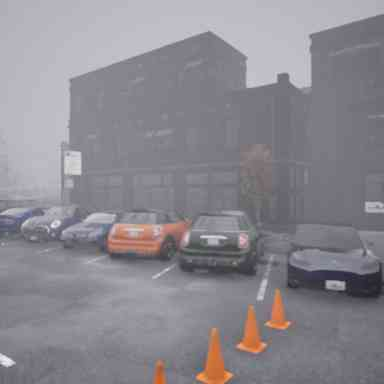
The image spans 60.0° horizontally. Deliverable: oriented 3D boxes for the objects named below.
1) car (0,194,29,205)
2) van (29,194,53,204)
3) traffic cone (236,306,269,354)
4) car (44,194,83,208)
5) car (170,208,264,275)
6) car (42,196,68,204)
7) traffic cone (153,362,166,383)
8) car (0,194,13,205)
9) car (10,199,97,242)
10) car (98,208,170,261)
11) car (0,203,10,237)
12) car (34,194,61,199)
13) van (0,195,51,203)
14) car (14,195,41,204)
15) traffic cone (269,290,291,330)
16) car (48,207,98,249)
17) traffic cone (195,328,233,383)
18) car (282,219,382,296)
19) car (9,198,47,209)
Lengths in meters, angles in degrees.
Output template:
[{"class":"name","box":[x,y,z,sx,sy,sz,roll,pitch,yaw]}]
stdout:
[{"class":"car","box":[-34.575,1.430,63.959,5.566,2.045,2.435,-1,-1,15]},{"class":"van","box":[-31.268,1.463,68.944,4.442,1.987,1.878,-1,0,15]},{"class":"traffic cone","box":[0.864,1.961,4.851,0.340,0.580,0.340,0,0,36]},{"class":"car","box":[-20.844,1.381,54.087,5.566,2.045,2.435,1,1,15]},{"class":"car","box":[1.159,1.373,10.833,2.185,1.767,4.553,0,-1,16]},{"class":"car","box":[-29.432,1.691,71.403,4.892,1.521,2.231,-1,-1,15]},{"class":"traffic cone","box":[-0.320,1.960,3.239,0.340,0.580,0.340,0,0,36]},{"class":"car","box":[-36.355,1.427,61.469,5.566,2.045,2.435,-1,0,15]},{"class":"car","box":[-6.064,1.394,16.233,2.185,1.767,4.553,0,-1,16]},{"class":"car","box":[-1.257,1.379,12.613,2.185,1.767,4.553,0,-1,16]},{"class":"car","box":[-8.508,1.526,17.978,2.097,1.535,5.008,0,-1,16]},{"class":"car","box":[-22.534,1.378,51.658,5.566,2.045,2.435,1,1,15]},{"class":"van","box":[-10.893,1.310,19.877,1.878,1.987,4.442,0,-1,16]},{"class":"car","box":[-32.907,1.559,66.450,4.553,1.767,2.185,-1,-1,15]},{"class":"traffic cone","box":[1.456,1.961,5.657,0.340,0.580,0.340,0,0,36]},{"class":"car","box":[-3.660,1.552,14.423,2.002,1.452,4.674,0,-1,16]},{"class":"traffic cone","box":[0.272,1.960,4.045,0.340,0.580,0.340,0,0,36]},{"class":"car","box":[3.589,1.523,9.049,2.163,1.488,4.792,1,-1,16]},{"class":"car","box":[-24.222,1.655,49.218,4.792,1.488,2.163,1,1,15]}]
